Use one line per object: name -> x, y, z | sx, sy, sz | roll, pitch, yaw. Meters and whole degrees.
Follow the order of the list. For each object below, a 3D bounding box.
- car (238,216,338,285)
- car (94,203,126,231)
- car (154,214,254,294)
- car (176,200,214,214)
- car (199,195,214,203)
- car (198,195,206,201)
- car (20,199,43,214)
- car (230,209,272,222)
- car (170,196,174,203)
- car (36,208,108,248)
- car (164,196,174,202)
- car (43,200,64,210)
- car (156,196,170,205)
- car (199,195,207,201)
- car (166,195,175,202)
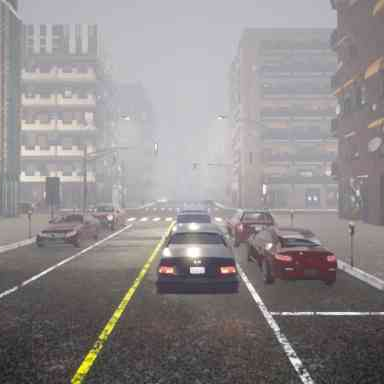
car -> 2.578, 1.584, 9.249 | 1.802, 1.307, 4.206 | 1, 0, 0
car -> -5.305, 1.444, 20.329 | 1.967, 1.590, 4.097 | 1, 0, 0
car -> 0.104, 1.549, 8.905 | 2.033, 1.411, 5.357 | 0, 0, 0
car -> 0.101, 1.481, 19.547 | 1.882, 1.535, 5.008 | 0, 0, 0
car -> 2.596, 1.558, 52.898 | 2.008, 1.369, 4.403 | 1, 0, 0
car -> 2.611, 1.560, 86.923 | 2.008, 1.369, 4.403 | 1, 0, 0
car -> -17.549, 1.240, 31.845 | 5.009, 1.841, 2.192 | 0, -1, 0
car -> 2.582, 1.443, 14.799 | 1.967, 1.590, 4.097 | 1, 0, 0
car -> -5.277, 1.534, 69.714 | 1.752, 1.417, 4.829 | 1, 0, 0
car -> -5.305, 1.585, 14.780 | 1.802, 1.307, 4.206 | 1, 0, 0
car -> -5.275, 1.575, 75.555 | 1.947, 1.339, 4.313 | 1, 0, 0
car -> -17.607, 1.589, 39.721 | 4.313, 1.339, 1.947 | 0, -1, 0
car -> -5.281, 1.533, 58.372 | 1.752, 1.417, 4.829 | 1, 0, 0
car -> 2.608, 1.554, 81.253 | 1.887, 1.381, 4.507 | 1, 0, 0
car -> -5.272, 1.554, 81.226 | 1.887, 1.381, 4.507 | 1, 0, 0
